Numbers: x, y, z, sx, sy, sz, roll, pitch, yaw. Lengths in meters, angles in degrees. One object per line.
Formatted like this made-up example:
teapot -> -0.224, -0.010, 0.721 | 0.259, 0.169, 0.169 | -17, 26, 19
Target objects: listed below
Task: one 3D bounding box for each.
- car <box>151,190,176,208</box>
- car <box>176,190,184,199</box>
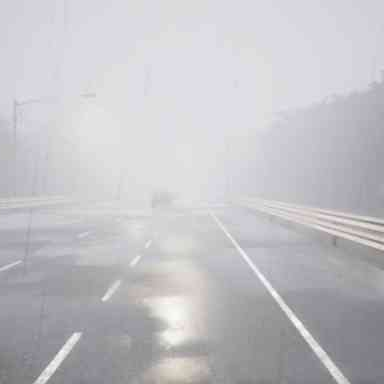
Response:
car -> -3.445, 0.780, 39.020 | 2.150, 2.045, 5.566 | 0, 1, 0
car -> -3.327, 0.796, 68.105 | 1.994, 1.385, 4.181 | 0, 1, 0
